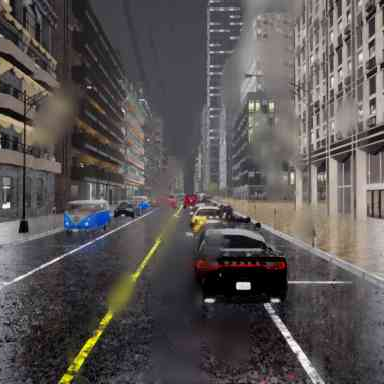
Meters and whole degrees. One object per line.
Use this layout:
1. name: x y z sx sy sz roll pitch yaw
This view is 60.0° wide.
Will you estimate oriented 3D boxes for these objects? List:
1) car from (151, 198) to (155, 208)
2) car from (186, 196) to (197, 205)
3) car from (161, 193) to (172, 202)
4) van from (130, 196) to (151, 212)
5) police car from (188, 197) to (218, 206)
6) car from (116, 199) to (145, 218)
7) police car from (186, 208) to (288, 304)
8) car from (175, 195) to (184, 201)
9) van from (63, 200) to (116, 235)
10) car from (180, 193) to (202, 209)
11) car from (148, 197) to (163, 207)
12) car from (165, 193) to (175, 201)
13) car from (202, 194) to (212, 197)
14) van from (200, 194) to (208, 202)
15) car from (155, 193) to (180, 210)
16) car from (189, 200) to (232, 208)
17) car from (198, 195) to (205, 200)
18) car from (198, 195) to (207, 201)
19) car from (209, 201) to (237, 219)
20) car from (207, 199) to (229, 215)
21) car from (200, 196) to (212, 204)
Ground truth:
1. car: -5.719 1.537 46.838 2.008 1.369 4.403 1 0 0
2. car: -0.054 1.477 58.705 1.837 1.490 4.892 0 0 0
3. car: -5.739 1.266 75.332 2.192 1.841 5.009 1 0 0
4. van: -5.705 1.336 35.441 1.690 1.788 3.998 1 0 0
5. police car: 0.877 1.425 24.366 1.930 1.638 5.238 0 0 0
6. car: -5.704 1.564 29.744 1.947 1.339 4.313 1 0 0
7. police car: 0.891 1.427 8.363 1.930 1.638 5.238 0 0 0
8. car: -3.076 1.418 82.268 1.882 1.535 5.008 0 0 0
9. van: -5.690 1.342 18.343 1.690 1.788 3.998 1 0 0
10. car: -0.033 1.209 45.675 2.150 2.045 5.566 0 0 1
11. car: -5.725 1.562 52.535 1.802 1.307 4.206 1 0 0
12. car: -5.749 1.248 86.728 2.192 1.841 5.009 1 0 0
13. car: 2.656 1.288 58.125 2.192 1.841 5.009 1 0 0
14. van: 2.650 1.292 75.218 1.690 1.788 3.998 1 0 0
15. car: -3.140 1.211 43.071 2.150 2.045 5.566 0 0 0
16. car: 0.882 1.456 18.445 1.801 1.575 5.366 0 0 0
17. car: 2.587 1.505 92.311 1.802 1.307 4.206 1 0 0
18. car: 2.607 1.508 80.916 1.947 1.339 4.313 1 0 0
19. car: 2.677 1.549 29.634 2.008 1.369 4.403 1 0 0
20. car: 2.672 1.546 35.331 2.008 1.369 4.403 1 0 0
21. car: 2.646 1.517 63.822 2.008 1.369 4.403 1 0 0
